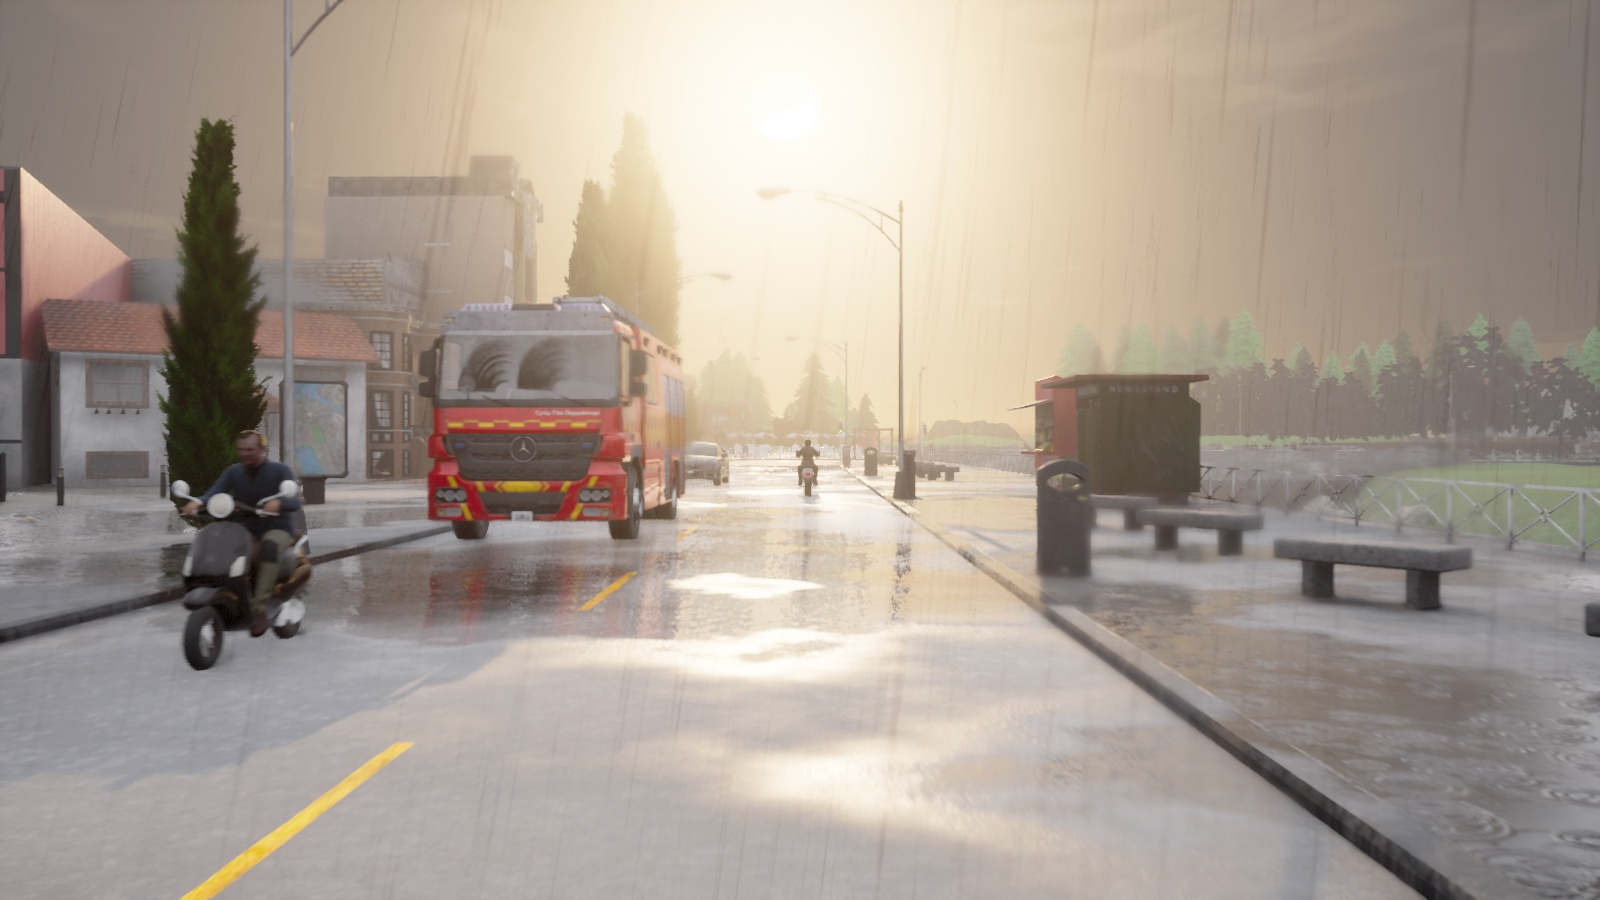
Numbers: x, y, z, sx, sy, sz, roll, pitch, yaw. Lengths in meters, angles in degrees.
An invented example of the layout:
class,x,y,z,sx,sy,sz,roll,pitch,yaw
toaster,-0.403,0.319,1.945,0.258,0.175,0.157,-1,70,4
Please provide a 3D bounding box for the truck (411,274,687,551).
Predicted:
class,x,y,z,sx,sy,sz,roll,pitch,yaw
truck,-3.857,-0.543,21.586,2.891,3.827,8.468,0,0,1

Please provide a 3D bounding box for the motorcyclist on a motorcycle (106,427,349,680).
class,x,y,z,sx,sy,sz,roll,pitch,yaw
motorcyclist on a motorcycle,-3.931,0.647,8.815,0.866,1.590,1.817,0,0,0

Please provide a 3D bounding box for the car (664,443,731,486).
class,x,y,z,sx,sy,sz,roll,pitch,yaw
car,-3.655,0.492,45.529,1.837,1.490,4.892,0,0,2

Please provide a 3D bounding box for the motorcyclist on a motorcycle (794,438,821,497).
class,x,y,z,sx,sy,sz,roll,pitch,yaw
motorcyclist on a motorcycle,0.229,0.490,36.674,0.766,1.649,2.350,0,0,0
